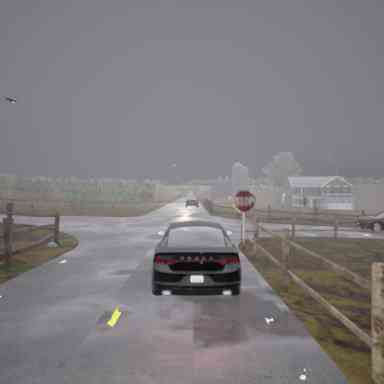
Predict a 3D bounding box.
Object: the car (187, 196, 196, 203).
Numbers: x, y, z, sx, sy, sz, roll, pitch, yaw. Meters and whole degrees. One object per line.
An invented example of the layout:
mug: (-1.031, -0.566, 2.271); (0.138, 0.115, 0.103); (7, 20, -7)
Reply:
car: (-0.128, 1.723, 79.776); (2.128, 1.511, 4.902); (0, 0, 0)

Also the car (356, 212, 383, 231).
car: (14.805, 2.152, 24.654); (5.008, 1.535, 1.882); (2, 1, -1)

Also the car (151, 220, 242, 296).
car: (0.086, 1.480, 8.721); (1.882, 1.535, 5.008); (0, 0, 0)

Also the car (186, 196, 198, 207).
car: (0.010, 1.603, 54.939); (1.882, 1.535, 5.008); (0, 0, 0)
